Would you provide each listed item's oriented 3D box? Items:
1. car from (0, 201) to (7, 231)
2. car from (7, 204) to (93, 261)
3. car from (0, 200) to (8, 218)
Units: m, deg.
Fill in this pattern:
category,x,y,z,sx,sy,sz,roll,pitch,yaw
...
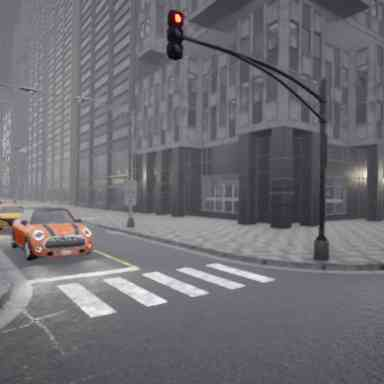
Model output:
category,x,y,z,sx,sy,sz,roll,pitch,yaw
car,-11.477,1.529,21.137,1.882,1.535,5.008,1,-1,-36
car,-5.443,1.401,12.749,2.097,1.767,4.553,1,-1,-36
car,-18.580,1.531,31.086,1.882,1.535,5.008,1,-1,-36
